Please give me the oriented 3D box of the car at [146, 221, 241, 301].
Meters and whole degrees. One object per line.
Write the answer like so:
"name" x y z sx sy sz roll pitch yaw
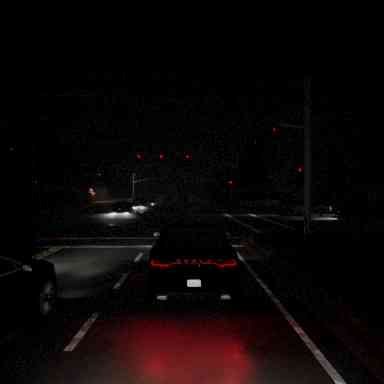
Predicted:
"car" 0.000 1.478 8.420 1.882 1.535 5.008 0 0 -1

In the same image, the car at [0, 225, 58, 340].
"car" -3.468 1.492 4.428 2.128 1.511 4.902 0 0 0

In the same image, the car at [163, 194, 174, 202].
"car" -5.422 1.533 74.583 2.033 1.411 5.357 0 0 -1

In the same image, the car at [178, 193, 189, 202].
"car" -1.907 1.225 74.284 2.150 2.045 5.566 0 0 -1

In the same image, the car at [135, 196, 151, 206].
"car" -8.483 1.493 54.120 2.128 1.511 4.902 0 0 -1

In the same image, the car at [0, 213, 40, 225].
"car" -7.225 1.526 12.264 1.812 1.442 4.674 0 0 -1

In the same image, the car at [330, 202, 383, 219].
"car" 14.759 1.564 29.002 4.181 1.385 1.994 0 0 -2

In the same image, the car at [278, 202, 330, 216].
"car" 10.863 1.601 32.391 4.718 1.301 1.895 0 0 -2

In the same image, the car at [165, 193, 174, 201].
"car" -5.695 1.270 85.188 2.097 1.767 4.553 0 0 -1

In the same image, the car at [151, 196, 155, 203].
"car" -8.779 1.478 69.018 1.882 1.535 5.008 0 0 -1

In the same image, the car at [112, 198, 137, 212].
"car" -8.067 1.601 38.922 1.895 1.301 4.718 0 0 -2

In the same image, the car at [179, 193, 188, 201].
"car" -2.190 1.225 85.017 2.150 2.045 5.566 0 0 -1
